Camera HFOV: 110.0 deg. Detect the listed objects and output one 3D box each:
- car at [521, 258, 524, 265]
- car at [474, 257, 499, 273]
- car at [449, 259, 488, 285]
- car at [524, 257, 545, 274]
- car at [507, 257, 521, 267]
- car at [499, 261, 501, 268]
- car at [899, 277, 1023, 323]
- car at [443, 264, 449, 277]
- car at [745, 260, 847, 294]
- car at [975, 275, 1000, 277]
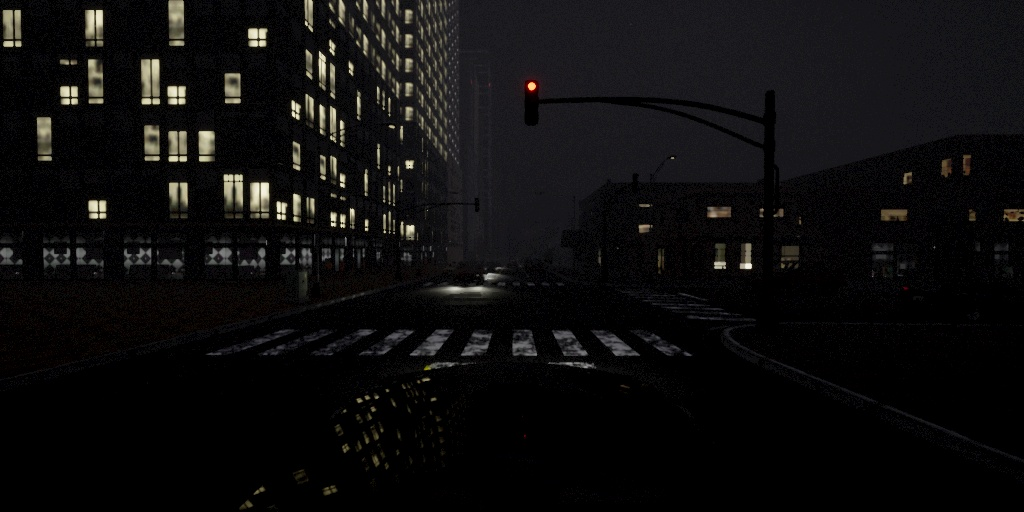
[{"bbox_3d":[2.798,1.053,52.619,2.192,1.841,5.009,0,0,0],"label":"car"},{"bbox_3d":[-3.006,1.231,43.606,2.128,1.511,4.902,0,0,0],"label":"car"},{"bbox_3d":[-3.047,1.221,26.188,1.882,1.535,5.008,0,0,0],"label":"car"},{"bbox_3d":[2.774,1.180,41.331,1.967,1.591,4.097,0,0,0],"label":"car"},{"bbox_3d":[0.133,1.300,63.834,1.994,1.385,4.181,0,0,0],"label":"car"},{"bbox_3d":[-2.935,1.301,60.966,1.994,1.385,4.181,0,0,1],"label":"car"},{"bbox_3d":[16.434,1.549,12.641,4.313,1.339,1.948,0,0,1],"label":"car"},{"bbox_3d":[-5.757,1.267,35.590,1.751,1.417,4.829,0,0,0],"label":"car"},{"bbox_3d":[16.559,1.166,21.019,5.009,1.841,2.192,0,0,1],"label":"car"},{"bbox_3d":[19.922,1.522,15.230,5.357,1.411,2.033,1,1,2],"label":"car"}]
